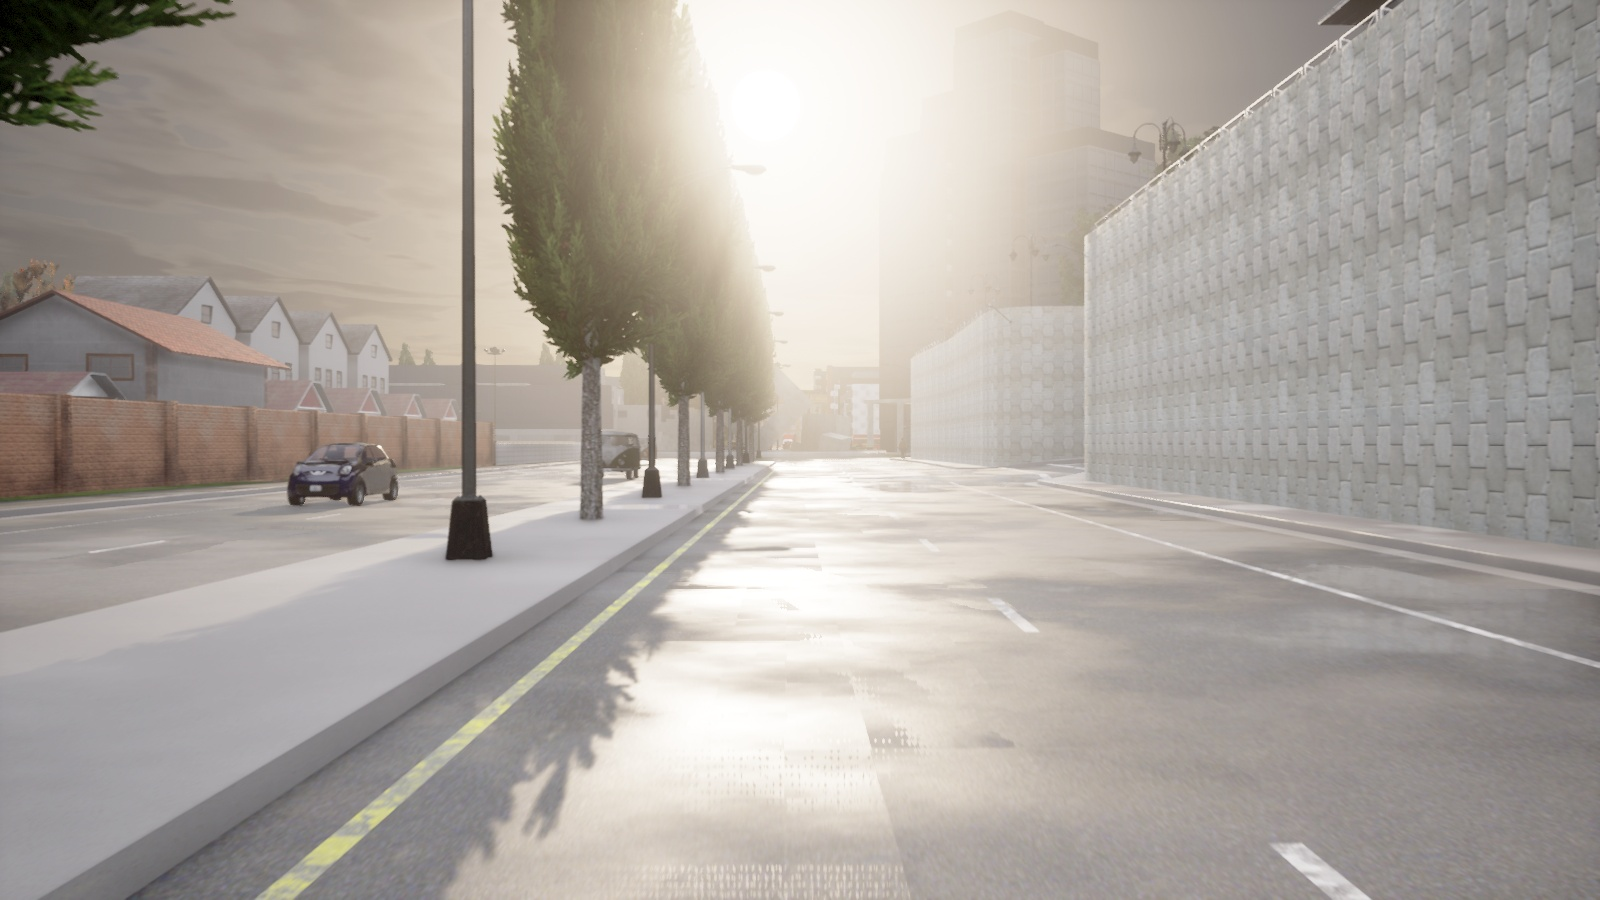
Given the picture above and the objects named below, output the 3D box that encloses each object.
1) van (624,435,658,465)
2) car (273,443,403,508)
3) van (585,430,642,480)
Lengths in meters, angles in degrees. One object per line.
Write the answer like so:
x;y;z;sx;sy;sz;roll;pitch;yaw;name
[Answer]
-11.003;0.000;87.094;1.775;1.987;4.442;0;0;0;van
-11.313;0.577;30.994;1.845;1.501;3.633;0;0;0;car
-7.716;0.199;52.233;1.775;1.987;4.442;0;0;-1;van
